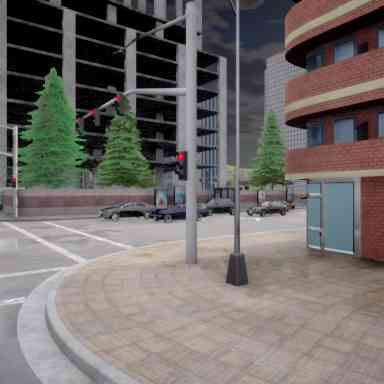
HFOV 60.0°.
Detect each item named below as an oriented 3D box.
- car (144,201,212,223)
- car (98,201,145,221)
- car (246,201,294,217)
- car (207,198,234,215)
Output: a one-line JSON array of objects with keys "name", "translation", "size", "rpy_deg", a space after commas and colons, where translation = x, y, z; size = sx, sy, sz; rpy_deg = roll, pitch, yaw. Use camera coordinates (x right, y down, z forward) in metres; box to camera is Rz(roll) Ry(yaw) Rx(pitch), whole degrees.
[{"name": "car", "translation": [-1.023, 1.656, 26.323], "size": [4.718, 1.301, 1.895], "rpy_deg": [0, 0, -35]}, {"name": "car", "translation": [-5.285, 1.547, 27.596], "size": [4.902, 1.511, 2.128], "rpy_deg": [0, 0, -35]}, {"name": "car", "translation": [7.360, 1.581, 32.243], "size": [4.674, 1.442, 1.812], "rpy_deg": [0, 0, -35]}, {"name": "car", "translation": [2.202, 1.407, 32.889], "size": [4.553, 1.767, 2.097], "rpy_deg": [0, 0, -35]}]
